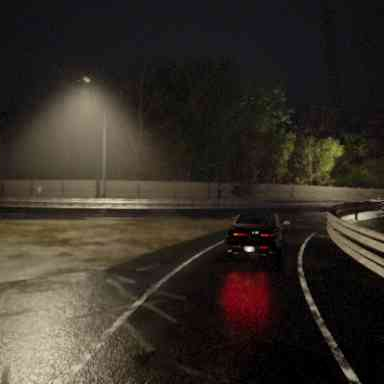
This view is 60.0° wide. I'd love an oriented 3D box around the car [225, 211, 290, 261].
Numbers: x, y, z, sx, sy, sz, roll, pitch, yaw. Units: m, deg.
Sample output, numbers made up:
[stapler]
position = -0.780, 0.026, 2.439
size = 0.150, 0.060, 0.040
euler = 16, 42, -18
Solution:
[car]
position = 2.497, 1.474, 12.378
size = 1.837, 1.490, 4.892
euler = 0, 0, 18
